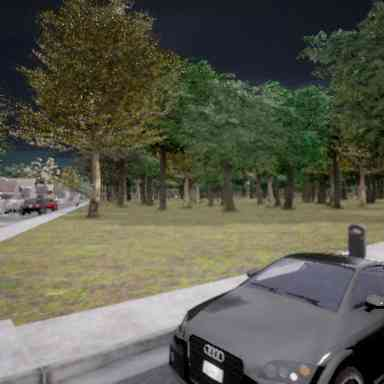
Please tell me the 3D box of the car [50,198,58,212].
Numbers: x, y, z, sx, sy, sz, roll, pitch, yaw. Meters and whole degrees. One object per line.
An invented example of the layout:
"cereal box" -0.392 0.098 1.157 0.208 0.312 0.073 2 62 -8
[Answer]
"car" -22.587 2.026 52.505 2.150 2.045 5.566 0 -1 -14

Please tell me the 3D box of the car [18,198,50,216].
"car" -19.924 1.882 42.192 2.150 2.045 5.566 0 -1 -15

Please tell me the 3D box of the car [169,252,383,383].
"car" 1.760 1.586 4.530 4.181 1.385 1.994 0 0 -39

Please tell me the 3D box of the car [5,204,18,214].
"car" -23.679 2.280 44.994 1.994 1.385 4.181 0 -1 -14
